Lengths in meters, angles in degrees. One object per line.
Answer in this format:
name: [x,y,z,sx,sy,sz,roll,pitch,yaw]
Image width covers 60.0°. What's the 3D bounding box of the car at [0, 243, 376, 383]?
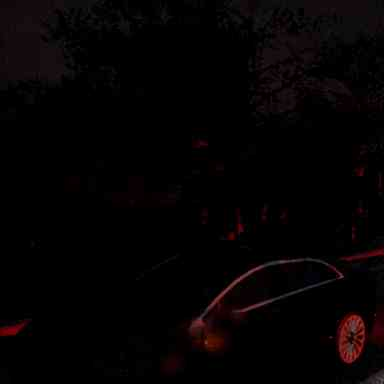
car: [0.389,1.476,4.178,4.902,1.511,2.128,-1,0,-35]
